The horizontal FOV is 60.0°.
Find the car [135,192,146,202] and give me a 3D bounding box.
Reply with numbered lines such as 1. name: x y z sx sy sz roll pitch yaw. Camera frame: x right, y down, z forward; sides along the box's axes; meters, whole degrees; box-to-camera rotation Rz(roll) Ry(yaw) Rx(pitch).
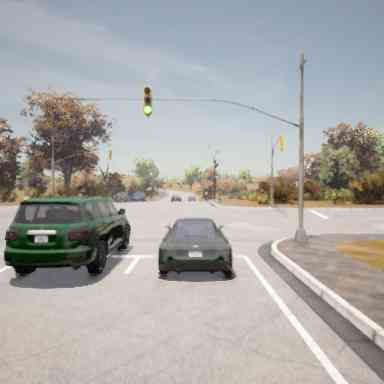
1. car: -10.510 0.958 65.880 2.150 2.045 5.566 0 -1 0

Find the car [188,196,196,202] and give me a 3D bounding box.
1. car: -0.008 1.481 73.321 2.033 1.411 5.357 0 -2 0

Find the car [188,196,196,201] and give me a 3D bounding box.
1. car: -0.009 1.631 83.761 1.994 1.385 4.181 0 -2 0

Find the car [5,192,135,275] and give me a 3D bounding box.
1. car: -3.417 1.117 10.250 2.150 2.045 5.566 0 1 0

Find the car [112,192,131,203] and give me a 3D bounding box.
1. car: -10.580 0.843 50.079 1.837 1.490 4.892 0 -1 0

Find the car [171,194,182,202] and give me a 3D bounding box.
1. car: -3.508 1.308 73.713 2.097 1.767 4.553 0 -2 0

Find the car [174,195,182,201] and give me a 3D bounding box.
1. car: -3.509 1.556 83.762 1.882 1.535 5.008 0 -2 0

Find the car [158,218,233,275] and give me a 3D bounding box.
1. car: 0.084 1.461 10.151 1.994 1.385 4.181 0 1 0
